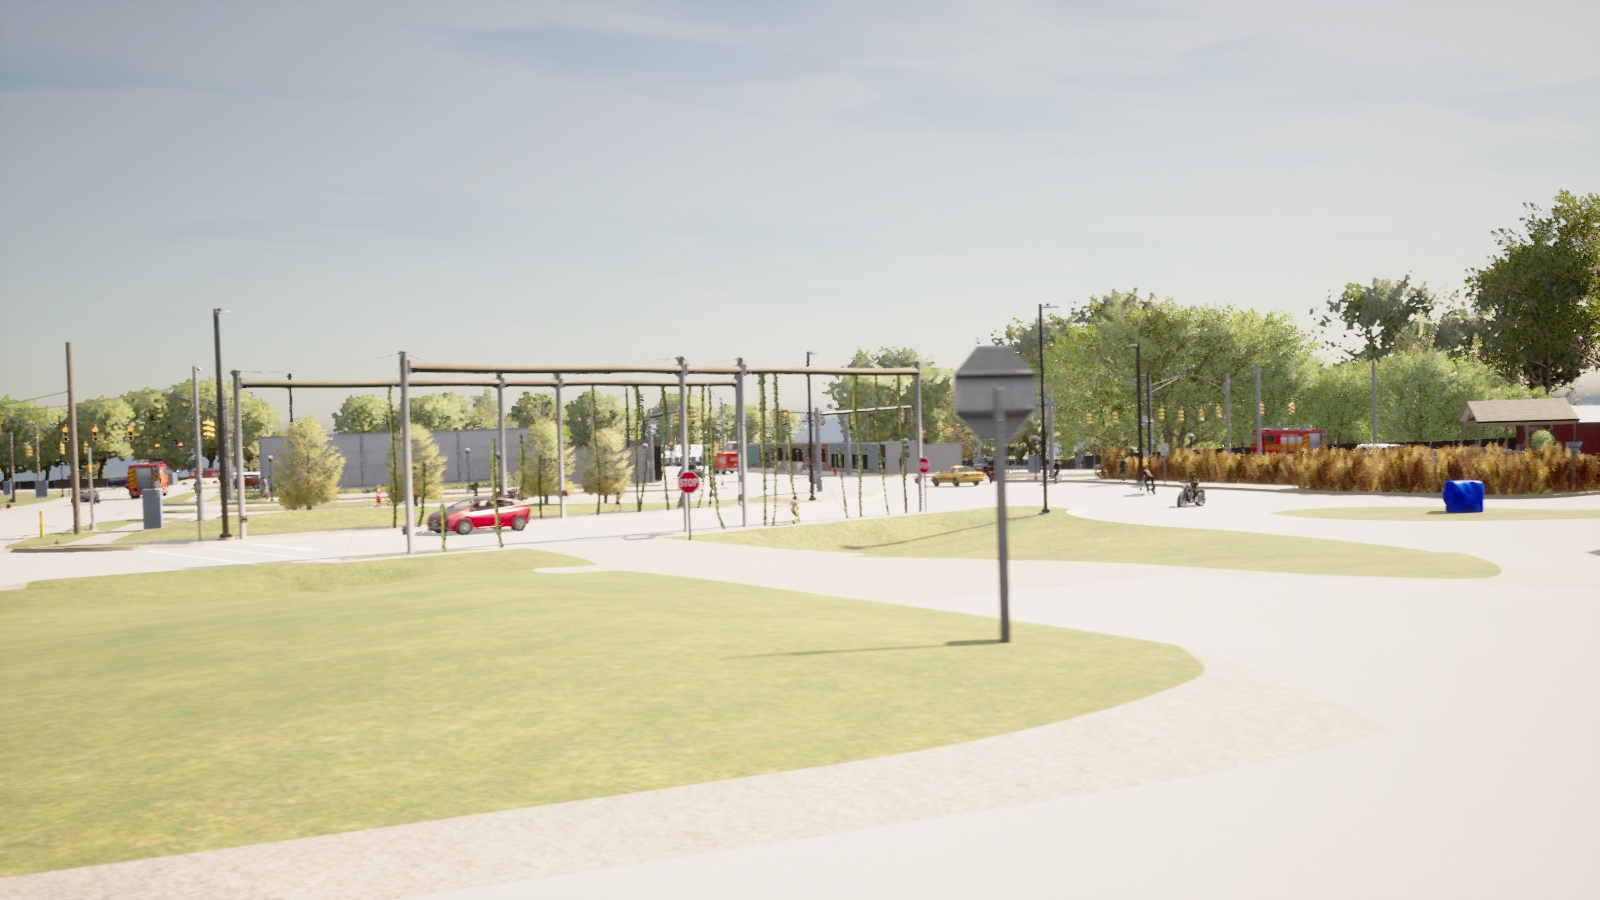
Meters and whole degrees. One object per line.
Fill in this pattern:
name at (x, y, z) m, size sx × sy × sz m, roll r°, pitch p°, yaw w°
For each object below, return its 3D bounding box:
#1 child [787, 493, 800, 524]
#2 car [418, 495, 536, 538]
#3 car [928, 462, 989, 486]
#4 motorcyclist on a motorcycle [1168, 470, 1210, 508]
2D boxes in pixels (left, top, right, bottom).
child at (-0.277, 2.438, 52.245) m, size 0.270 × 1.263 × 0.437 m, roll -1°, pitch 2°, yaw 43°
car at (-13.829, 2.812, 53.940) m, size 2.007 × 1.525 × 4.514 m, roll -1°, pitch 0°, yaw 41°
car at (11.261, 1.729, 89.590) m, size 1.801 × 1.575 × 5.366 m, roll -3°, pitch 0°, yaw -23°
motorcyclist on a motorcycle at (18.287, 1.826, 59.025) m, size 2.350 × 1.649 × 0.766 m, roll -1°, pitch 1°, yaw -42°
